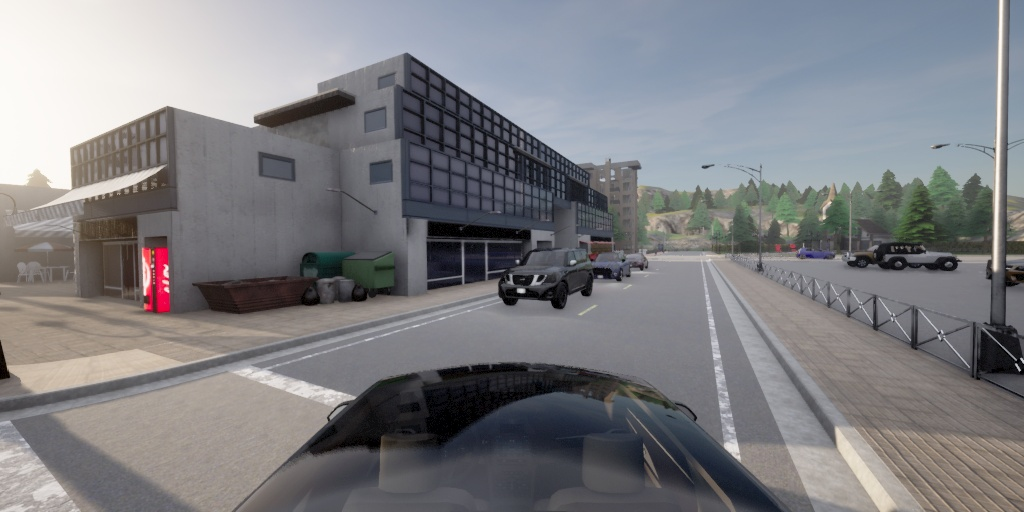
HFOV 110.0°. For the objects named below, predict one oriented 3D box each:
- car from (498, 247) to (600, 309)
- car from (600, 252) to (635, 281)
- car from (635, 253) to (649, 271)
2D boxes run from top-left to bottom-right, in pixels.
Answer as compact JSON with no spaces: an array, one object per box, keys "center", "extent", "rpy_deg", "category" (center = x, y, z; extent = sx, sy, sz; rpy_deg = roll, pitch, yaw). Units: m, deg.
[{"center":[1.567,0.693,13.935],"extent":[2.150,2.045,5.566],"rpy_deg":[0,1,28],"category":"car"},{"center":[6.125,0.561,22.651],"extent":[2.097,1.767,4.553],"rpy_deg":[0,2,28],"category":"car"},{"center":[10.871,0.462,31.716],"extent":[1.812,1.442,4.674],"rpy_deg":[0,2,28],"category":"car"}]
